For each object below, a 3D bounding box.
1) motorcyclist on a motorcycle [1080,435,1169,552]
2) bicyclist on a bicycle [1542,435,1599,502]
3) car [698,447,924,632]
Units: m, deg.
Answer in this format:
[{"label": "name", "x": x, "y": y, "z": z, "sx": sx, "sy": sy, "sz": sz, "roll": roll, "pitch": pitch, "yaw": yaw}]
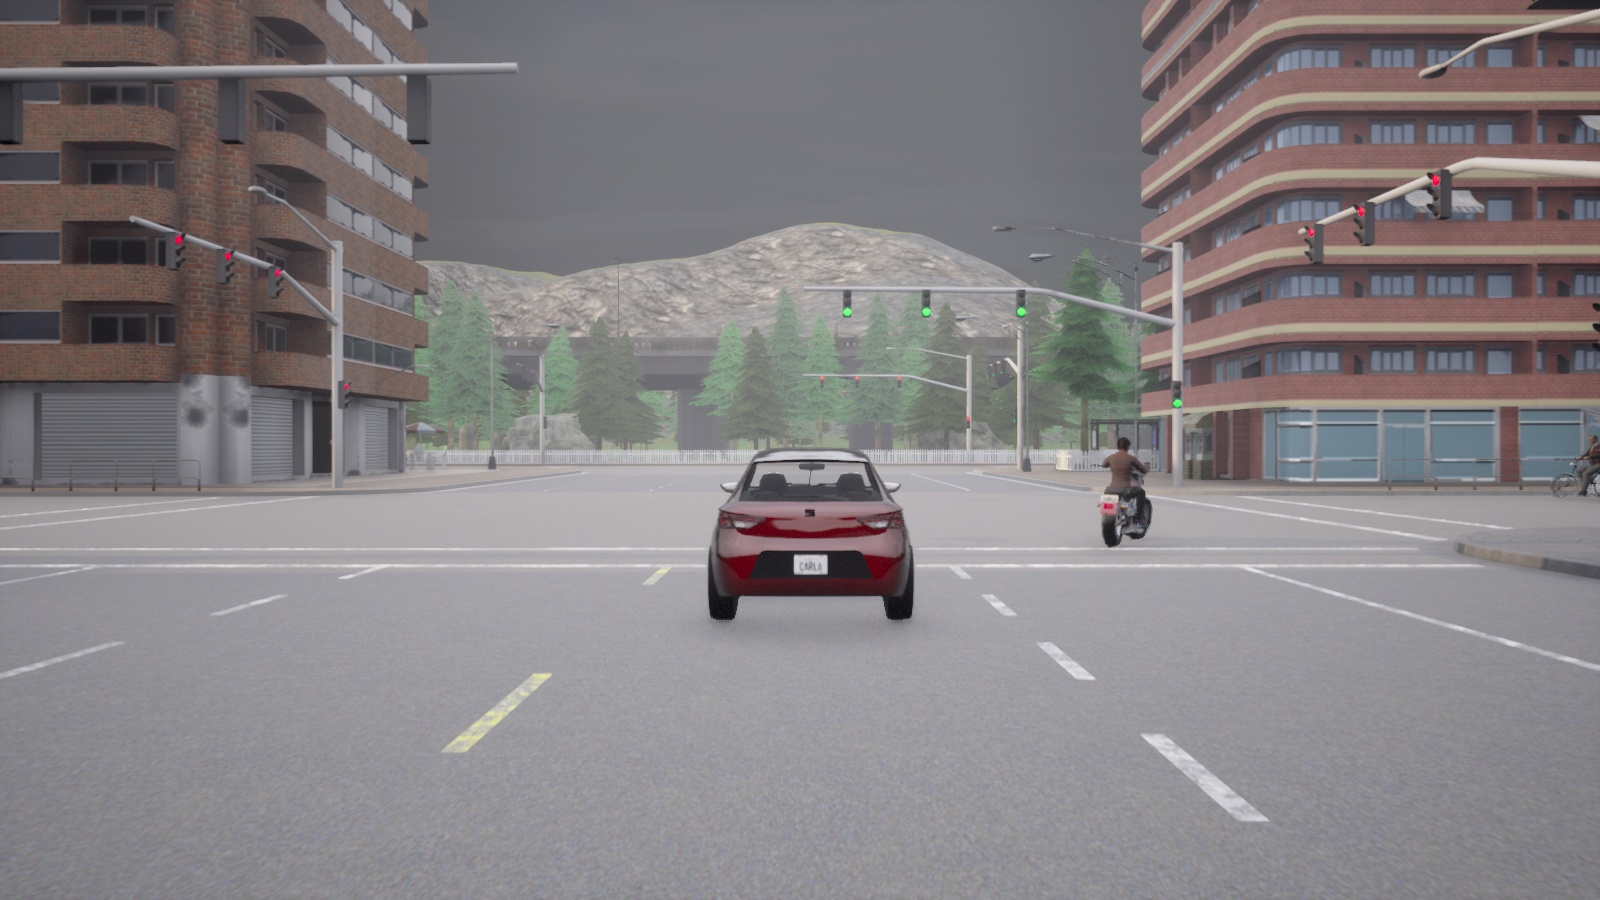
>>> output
[{"label": "motorcyclist on a motorcycle", "x": 4.969, "y": 0.624, "z": 19.108, "sx": 0.766, "sy": 1.649, "sz": 2.350, "roll": 2, "pitch": 1, "yaw": 27}, {"label": "bicyclist on a bicycle", "x": 20.985, "y": 0.499, "z": 33.621, "sx": 1.843, "sy": 1.776, "sz": 0.659, "roll": 0, "pitch": 0, "yaw": 0}, {"label": "car", "x": 0.103, "y": 0.712, "z": 12.169, "sx": 1.816, "sy": 1.474, "sz": 4.193, "roll": 0, "pitch": 0, "yaw": 0}]
